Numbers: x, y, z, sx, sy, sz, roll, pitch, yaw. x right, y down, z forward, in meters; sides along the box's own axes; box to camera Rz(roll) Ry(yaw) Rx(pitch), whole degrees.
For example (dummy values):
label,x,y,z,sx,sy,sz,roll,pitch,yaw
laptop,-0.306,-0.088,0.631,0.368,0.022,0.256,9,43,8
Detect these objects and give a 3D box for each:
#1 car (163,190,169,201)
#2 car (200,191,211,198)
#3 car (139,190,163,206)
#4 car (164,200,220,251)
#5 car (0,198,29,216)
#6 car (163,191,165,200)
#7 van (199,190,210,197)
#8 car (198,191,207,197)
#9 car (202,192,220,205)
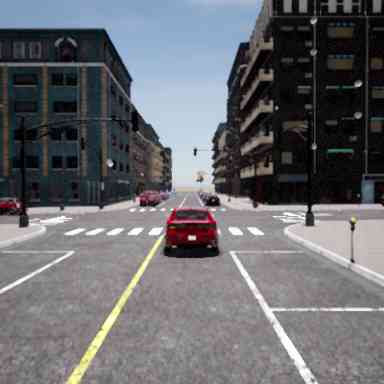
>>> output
label,x,y,z,sx,sy,sz,roll,pitch,yaw
car,-5.306,0.764,58.352,1.887,1.381,4.507,0,1,0
car,2.574,0.877,52.801,1.802,1.307,4.206,0,1,0
car,-5.308,0.761,41.695,2.192,1.841,5.009,0,1,0
car,-0.077,1.302,13.242,1.882,1.535,5.008,0,1,-2
car,-16.911,1.249,29.541,4.097,1.590,1.967,-1,1,0
car,-5.307,0.916,47.249,1.887,1.381,4.507,0,1,0
van,2.575,0.560,58.349,1.690,1.788,3.998,0,1,0
car,2.578,0.464,80.558,2.008,1.369,4.403,0,1,0
car,2.572,1.012,41.697,1.947,1.339,4.313,0,1,0
